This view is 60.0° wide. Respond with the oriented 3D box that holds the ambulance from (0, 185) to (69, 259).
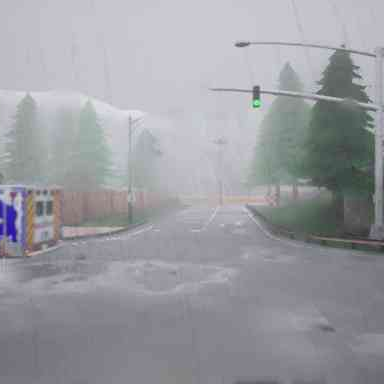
[{"bbox_3d":[-7.510,1.020,10.745,6.366,2.431,2.351,0,0,5],"label":"ambulance"}]
